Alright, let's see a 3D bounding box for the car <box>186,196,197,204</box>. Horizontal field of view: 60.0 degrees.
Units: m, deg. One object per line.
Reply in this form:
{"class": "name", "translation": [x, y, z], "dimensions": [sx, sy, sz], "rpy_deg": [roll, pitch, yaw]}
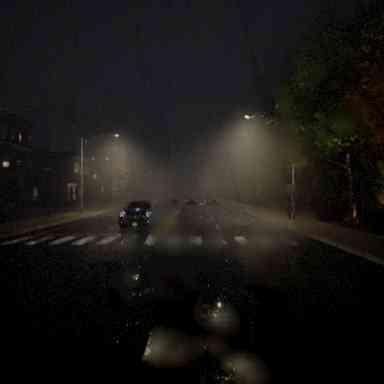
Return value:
{"class": "car", "translation": [-0.042, 1.445, 64.959], "dimensions": [2.033, 1.411, 5.357], "rpy_deg": [0, 0, 0]}

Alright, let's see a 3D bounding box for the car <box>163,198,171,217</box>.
{"class": "car", "translation": [-3.376, 1.517, 30.894], "dimensions": [1.994, 1.385, 4.181], "rpy_deg": [0, 0, 0]}

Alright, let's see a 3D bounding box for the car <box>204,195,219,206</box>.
{"class": "car", "translation": [3.307, 1.518, 53.512], "dimensions": [1.895, 1.301, 4.718], "rpy_deg": [0, 0, 0]}

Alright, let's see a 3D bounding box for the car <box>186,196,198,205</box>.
{"class": "car", "translation": [0.053, 1.516, 54.760], "dimensions": [1.895, 1.301, 4.718], "rpy_deg": [0, 0, 0]}

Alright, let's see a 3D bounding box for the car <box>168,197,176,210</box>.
{"class": "car", "translation": [-3.379, 1.537, 41.640], "dimensions": [1.895, 1.301, 4.718], "rpy_deg": [0, 0, 0]}

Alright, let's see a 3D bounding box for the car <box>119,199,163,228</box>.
{"class": "car", "translation": [-3.368, 1.319, 21.839], "dimensions": [2.097, 1.767, 4.553], "rpy_deg": [0, 0, 0]}

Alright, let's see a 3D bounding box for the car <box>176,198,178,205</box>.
{"class": "car", "translation": [-3.314, 1.515, 55.660], "dimensions": [1.895, 1.301, 4.718], "rpy_deg": [0, 0, 0]}
